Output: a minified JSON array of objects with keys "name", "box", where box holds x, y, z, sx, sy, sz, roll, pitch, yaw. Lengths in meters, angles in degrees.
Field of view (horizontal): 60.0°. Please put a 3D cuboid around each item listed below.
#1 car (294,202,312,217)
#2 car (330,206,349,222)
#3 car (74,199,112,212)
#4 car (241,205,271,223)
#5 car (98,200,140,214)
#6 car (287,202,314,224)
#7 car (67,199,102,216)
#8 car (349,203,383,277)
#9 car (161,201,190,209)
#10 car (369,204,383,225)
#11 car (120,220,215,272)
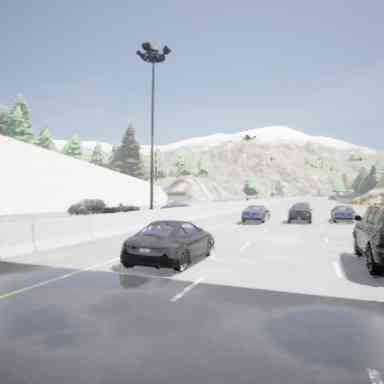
[{"name":"car","box":[12.638,1.915,37.717,1.837,1.490,4.892,0,0,20]},{"name":"car","box":[13.352,1.904,29.378,2.033,1.411,5.357,0,0,20]},{"name":"car","box":[-12.199,1.648,41.532,1.882,1.535,5.008,0,-1,20]},{"name":"car","box":[5.479,1.810,28.176,2.033,1.411,5.357,0,0,20]},{"name":"car","box":[-7.290,1.773,34.587,1.895,1.301,4.718,0,0,20]},{"name":"car","box":[9.072,1.804,27.822,1.837,1.490,4.892,0,0,20]},{"name":"car","box":[-10.905,1.487,34.877,2.097,1.767,4.553,0,0,20]},{"name":"car","box":[6.545,1.367,10.491,2.150,2.045,5.566,0,0,20]},{"name":"car","box":[-1.853,1.812,39.251,2.033,1.411,5.357,0,0,20]},{"name":"car","box":[16.781,1.879,28.564,2.128,1.511,4.902,0,0,20]},{"name":"car","box":[-0.635,1.637,11.218,1.994,1.385,4.181,0,0,20]}]
